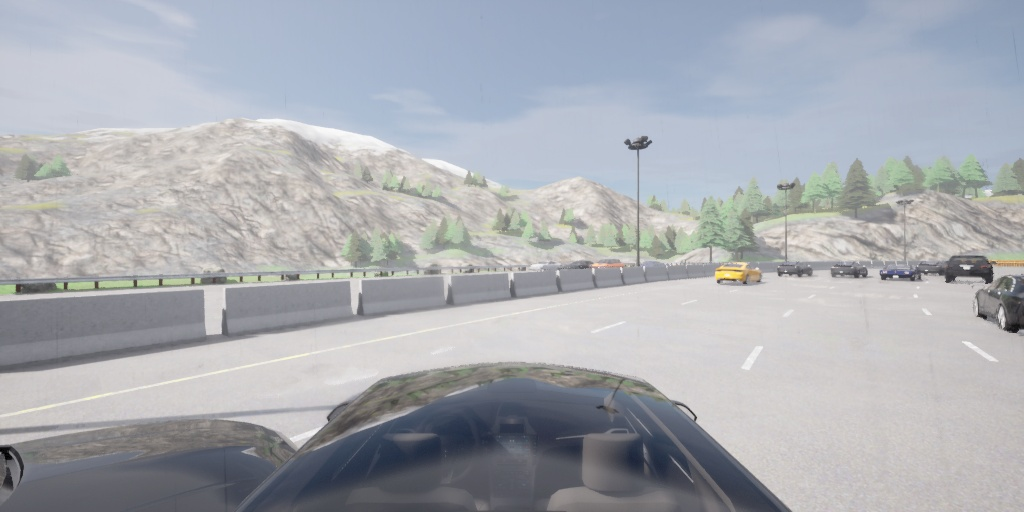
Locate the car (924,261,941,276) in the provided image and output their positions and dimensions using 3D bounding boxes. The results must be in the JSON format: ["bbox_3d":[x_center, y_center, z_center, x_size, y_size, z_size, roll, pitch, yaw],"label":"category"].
[{"bbox_3d":[43.324,1.242,36.882,4.902,1.511,2.128,0,0,-31],"label":"car"}]

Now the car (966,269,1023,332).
[{"bbox_3d":[14.658,1.254,9.918,1.837,1.490,4.892,0,-1,44],"label":"car"}]

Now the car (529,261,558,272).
[{"bbox_3d":[4.191,1.275,43.453,4.674,1.442,1.812,0,0,-40],"label":"car"}]

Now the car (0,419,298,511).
[{"bbox_3d":[-2.984,1.255,0.567,4.892,1.490,1.837,0,0,-45],"label":"car"}]

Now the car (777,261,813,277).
[{"bbox_3d":[27.588,1.242,34.935,4.902,1.511,2.128,0,0,-36],"label":"car"}]

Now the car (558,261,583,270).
[{"bbox_3d":[8.090,1.257,42.163,4.892,1.490,1.837,1,0,-40],"label":"car"}]

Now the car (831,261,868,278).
[{"bbox_3d":[31.385,1.242,33.364,4.902,1.511,2.128,0,0,-35],"label":"car"}]

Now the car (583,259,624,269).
[{"bbox_3d":[10.358,1.101,39.494,4.553,1.767,2.097,0,0,-40],"label":"car"}]

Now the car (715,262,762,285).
[{"bbox_3d":[16.667,1.228,26.269,5.008,1.535,1.882,1,-1,-41],"label":"car"}]

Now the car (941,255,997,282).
[{"bbox_3d":[34.968,0.969,27.387,5.566,2.045,2.150,0,0,-35],"label":"car"}]

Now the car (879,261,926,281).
[{"bbox_3d":[32.283,1.351,29.733,4.718,1.301,1.895,0,0,-35],"label":"car"}]

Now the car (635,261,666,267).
[{"bbox_3d":[14.945,1.276,38.750,4.674,1.442,1.812,0,0,-38],"label":"car"}]
